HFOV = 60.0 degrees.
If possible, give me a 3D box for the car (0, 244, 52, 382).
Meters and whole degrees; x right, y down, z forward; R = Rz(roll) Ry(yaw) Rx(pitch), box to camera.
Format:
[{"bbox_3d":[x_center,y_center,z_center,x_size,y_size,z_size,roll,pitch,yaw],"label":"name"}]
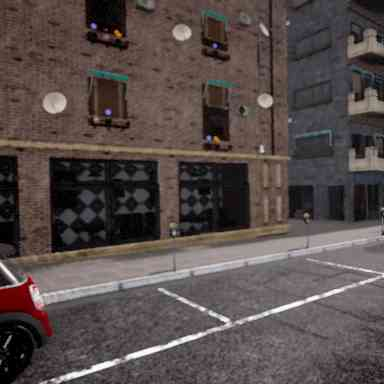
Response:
[{"bbox_3d":[-3.927,1.447,3.775,4.097,1.590,1.967,0,-1,-36],"label":"car"}]
